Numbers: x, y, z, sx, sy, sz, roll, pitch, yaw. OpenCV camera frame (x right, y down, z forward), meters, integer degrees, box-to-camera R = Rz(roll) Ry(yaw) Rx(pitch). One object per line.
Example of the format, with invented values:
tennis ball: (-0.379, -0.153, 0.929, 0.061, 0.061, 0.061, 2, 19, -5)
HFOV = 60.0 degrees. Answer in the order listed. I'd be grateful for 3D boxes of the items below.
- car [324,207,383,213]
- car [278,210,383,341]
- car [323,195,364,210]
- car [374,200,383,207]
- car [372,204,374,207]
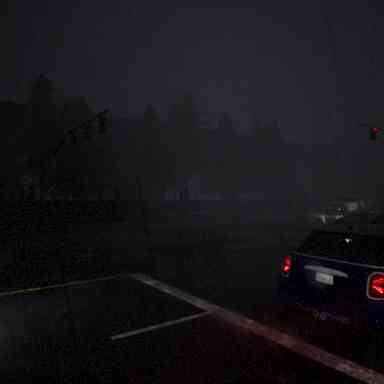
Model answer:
car: (7.256, 1.551, 13.218, 5.008, 1.535, 1.882, 0, 0, -35)
car: (3.813, 1.388, 6.464, 4.553, 1.767, 2.097, 0, 0, -36)
car: (17.308, 1.418, 37.797, 5.566, 2.045, 2.150, 0, 0, -35)
car: (22.791, 1.741, 37.390, 4.674, 1.442, 1.812, 0, 0, -35)
car: (25.371, 1.737, 43.460, 4.902, 1.511, 2.128, 0, 0, -35)
